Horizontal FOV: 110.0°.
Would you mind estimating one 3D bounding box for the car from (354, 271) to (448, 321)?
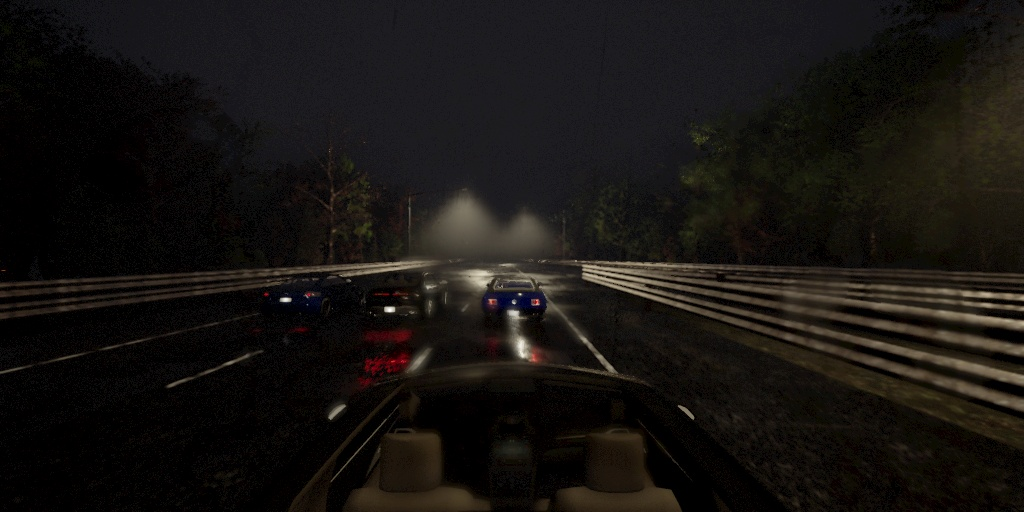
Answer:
[{"bbox_3d":[-3.453,1.257,12.507,1.837,1.490,4.892,0,0,0],"label":"car"}]

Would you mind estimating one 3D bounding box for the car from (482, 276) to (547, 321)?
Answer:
[{"bbox_3d":[0.051,1.352,12.469,1.895,1.301,4.718,0,0,0],"label":"car"}]

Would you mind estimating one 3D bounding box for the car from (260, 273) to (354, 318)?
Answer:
[{"bbox_3d":[-6.956,1.317,13.006,1.994,1.385,4.181,0,0,0],"label":"car"}]
